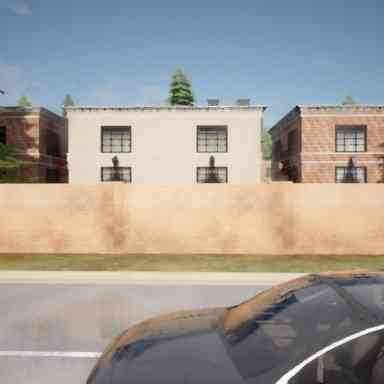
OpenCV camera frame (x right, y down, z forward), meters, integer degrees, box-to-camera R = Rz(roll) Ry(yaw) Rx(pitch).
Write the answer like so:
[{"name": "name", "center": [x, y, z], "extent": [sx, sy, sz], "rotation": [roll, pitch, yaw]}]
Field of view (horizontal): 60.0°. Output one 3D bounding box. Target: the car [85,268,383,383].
[{"name": "car", "center": [1.539, 1.505, 2.847], "extent": [4.892, 1.490, 1.837], "rotation": [0, 0, 2]}]
